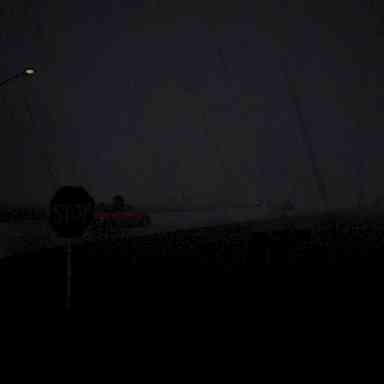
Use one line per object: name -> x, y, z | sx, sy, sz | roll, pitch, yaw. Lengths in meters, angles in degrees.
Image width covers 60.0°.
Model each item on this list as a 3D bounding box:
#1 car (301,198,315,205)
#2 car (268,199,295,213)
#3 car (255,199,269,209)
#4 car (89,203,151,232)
car -> 27.590, 2.276, 79.137 | 2.097, 1.767, 4.553 | 1, 0, 36
car -> 13.078, 2.096, 47.077 | 2.128, 1.511, 4.902 | 1, 0, 36
car -> 12.986, 1.955, 58.905 | 2.097, 1.767, 4.553 | 1, -1, 36
car -> -4.856, 1.598, 22.230 | 2.097, 1.767, 4.553 | 1, 0, 36
